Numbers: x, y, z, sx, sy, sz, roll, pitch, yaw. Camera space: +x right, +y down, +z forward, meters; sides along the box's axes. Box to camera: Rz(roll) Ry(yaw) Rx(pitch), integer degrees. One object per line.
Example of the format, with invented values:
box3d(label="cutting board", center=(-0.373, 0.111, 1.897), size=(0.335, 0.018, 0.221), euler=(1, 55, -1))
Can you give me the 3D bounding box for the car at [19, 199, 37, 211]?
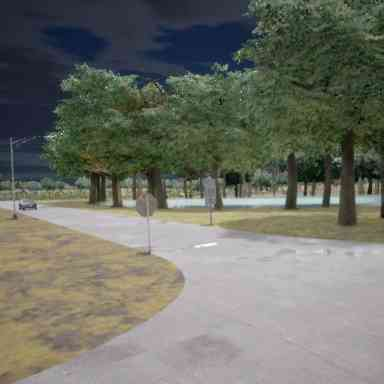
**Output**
box3d(label="car", center=(-23.139, 1.743, 46.813), size=(1.837, 1.490, 4.892), euler=(-3, 1, -35))
